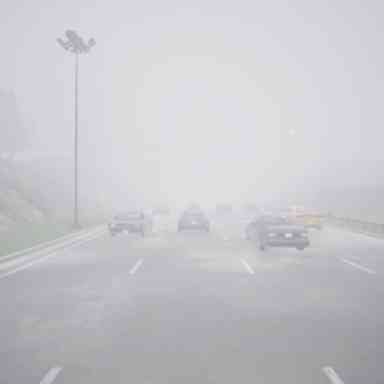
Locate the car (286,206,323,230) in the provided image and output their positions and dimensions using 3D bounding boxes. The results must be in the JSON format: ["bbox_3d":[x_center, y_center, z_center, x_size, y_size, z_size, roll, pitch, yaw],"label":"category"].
[{"bbox_3d":[7.101,1.683,22.341,1.882,1.535,5.008,0,-1,0],"label":"car"}]

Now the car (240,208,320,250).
[{"bbox_3d":[3.599,1.685,14.910,2.033,1.411,5.357,0,-1,0],"label":"car"}]

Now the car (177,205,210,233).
[{"bbox_3d":[0.098,1.760,21.318,1.994,1.385,4.181,0,-1,0],"label":"car"}]

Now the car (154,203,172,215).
[{"bbox_3d":[-3.386,1.953,38.361,1.895,1.301,4.718,0,0,0],"label":"car"}]

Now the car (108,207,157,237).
[{"bbox_3d":[-3.401,1.778,19.285,1.895,1.301,4.718,0,-1,0],"label":"car"}]

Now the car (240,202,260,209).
[{"bbox_3d":[7.106,1.900,40.869,1.812,1.442,4.674,0,0,0],"label":"car"}]

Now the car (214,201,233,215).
[{"bbox_3d":[3.616,1.832,38.688,1.882,1.535,5.008,0,0,0],"label":"car"}]

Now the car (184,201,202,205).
[{"bbox_3d":[0.137,1.893,42.314,1.837,1.490,4.892,0,0,0],"label":"car"}]
